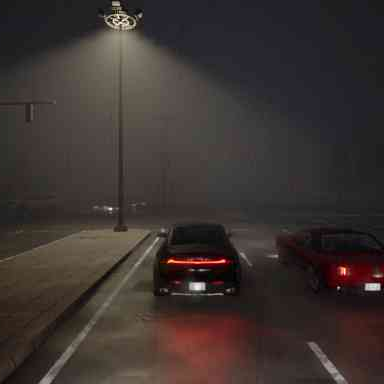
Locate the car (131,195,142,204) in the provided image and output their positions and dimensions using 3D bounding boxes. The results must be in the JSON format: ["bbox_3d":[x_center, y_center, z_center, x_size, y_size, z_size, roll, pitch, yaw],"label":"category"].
[{"bbox_3d":[-11.168,1.503,62.337,1.837,1.490,4.892,0,1,1],"label":"car"}]

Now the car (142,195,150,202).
[{"bbox_3d":[-11.044,1.595,72.687,1.895,1.301,4.718,0,0,0],"label":"car"}]

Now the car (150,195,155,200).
[{"bbox_3d":[-10.882,1.466,87.143,1.994,1.385,4.181,0,0,1],"label":"car"}]

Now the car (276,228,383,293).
[{"bbox_3d":[3.629,1.601,8.836,1.895,1.301,4.718,0,0,1],"label":"car"}]

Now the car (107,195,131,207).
[{"bbox_3d":[-11.273,1.601,51.395,1.895,1.301,4.718,0,0,0],"label":"car"}]

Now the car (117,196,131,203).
[{"bbox_3d":[-14.553,1.540,71.338,2.033,1.411,5.357,0,0,0],"label":"car"}]

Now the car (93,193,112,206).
[{"bbox_3d":[-14.740,1.220,55.682,2.150,2.045,5.566,0,0,0],"label":"car"}]

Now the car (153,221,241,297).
[{"bbox_3d":[0.126,1.505,8.592,1.837,1.490,4.892,0,0,1],"label":"car"}]

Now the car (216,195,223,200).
[{"bbox_3d":[7.847,1.552,94.737,1.994,1.385,4.181,0,0,2],"label":"car"}]

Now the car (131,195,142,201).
[{"bbox_3d":[-14.395,1.512,86.657,1.994,1.385,4.181,0,0,1],"label":"car"}]

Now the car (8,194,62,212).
[{"bbox_3d":[-18.025,1.221,38.439,5.566,2.045,2.150,0,2,-42],"label":"car"}]
